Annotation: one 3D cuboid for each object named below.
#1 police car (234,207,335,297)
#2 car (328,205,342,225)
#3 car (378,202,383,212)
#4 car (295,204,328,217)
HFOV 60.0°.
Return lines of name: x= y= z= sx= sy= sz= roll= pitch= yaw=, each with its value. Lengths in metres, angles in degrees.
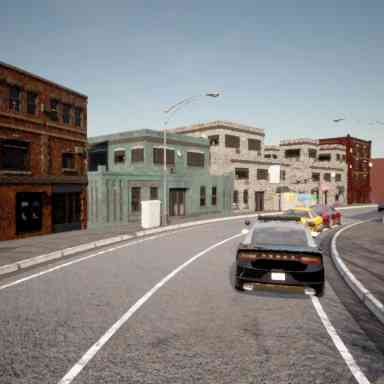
police car: x=2.323 y=1.428 z=8.912 sx=1.930 sy=1.638 sz=5.238 roll=0 pitch=0 yaw=15
car: x=8.690 y=1.558 z=22.248 sx=1.812 sy=1.442 sz=4.674 roll=1 pitch=0 yaw=36
car: x=24.048 y=1.684 z=40.147 sx=4.181 sy=1.385 sz=1.994 roll=0 pitch=1 yaw=-44
car: x=5.796 y=1.471 z=17.656 sx=1.801 sy=1.575 sz=5.366 roll=1 pitch=0 yaw=28
